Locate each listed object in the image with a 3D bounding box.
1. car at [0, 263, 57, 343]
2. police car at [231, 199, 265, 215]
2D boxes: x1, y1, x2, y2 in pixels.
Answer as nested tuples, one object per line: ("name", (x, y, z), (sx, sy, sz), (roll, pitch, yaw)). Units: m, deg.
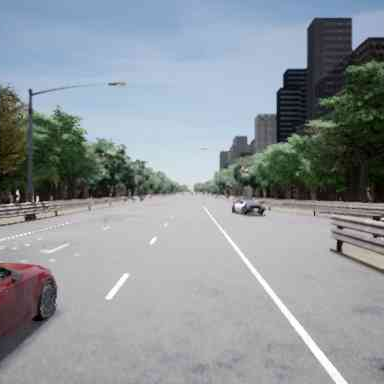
("car", (-3.404, 1.512, 4.241), (1.812, 1.442, 4.674), (0, 0, 0))
("police car", (5.450, 1.479, 33.319), (2.038, 1.542, 4.974), (0, 0, -12))
